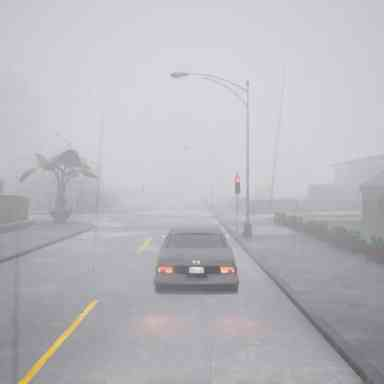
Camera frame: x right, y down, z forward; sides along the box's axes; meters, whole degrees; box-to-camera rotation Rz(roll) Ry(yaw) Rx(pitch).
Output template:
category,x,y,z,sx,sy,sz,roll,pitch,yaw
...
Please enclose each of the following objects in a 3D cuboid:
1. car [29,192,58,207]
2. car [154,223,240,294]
category,x,y,z,sx,sy,sz,roll,pitch,yaw
car,-19.743,0.985,43.945,1.905,1.878,3.866,0,0,35
car,0.100,1.547,8.900,2.033,1.411,5.357,0,0,0
